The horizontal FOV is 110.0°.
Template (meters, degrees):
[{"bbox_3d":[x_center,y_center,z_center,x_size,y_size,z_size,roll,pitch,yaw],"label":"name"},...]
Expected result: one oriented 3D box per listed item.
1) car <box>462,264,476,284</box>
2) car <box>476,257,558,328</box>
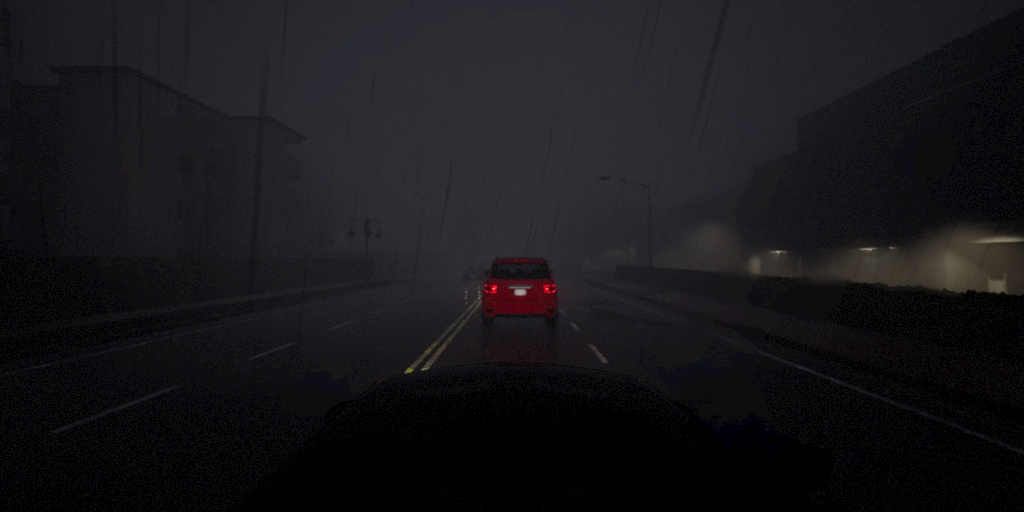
[{"bbox_3d":[-3.108,1.480,31.082,2.128,1.511,4.902,0,-1,1],"label":"car"},{"bbox_3d":[0.241,1.073,12.039,2.150,2.045,5.566,0,-1,1],"label":"car"}]
